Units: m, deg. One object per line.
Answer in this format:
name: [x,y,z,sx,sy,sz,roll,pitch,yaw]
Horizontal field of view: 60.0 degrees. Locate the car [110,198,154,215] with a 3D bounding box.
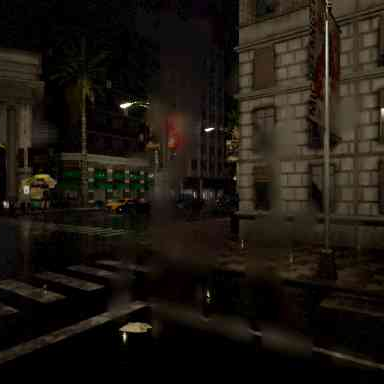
car: [-5.918,1.564,34.445,1.994,1.385,4.181,0,0,36]

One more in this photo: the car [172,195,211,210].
car: [-0.012,1.526,42.473,1.812,1.442,4.674,0,0,37]

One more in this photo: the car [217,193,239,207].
car: [6.772,1.221,50.718,5.566,2.045,2.150,0,0,-45]

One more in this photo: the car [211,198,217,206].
car: [4.886,1.352,53.644,4.553,1.767,2.097,0,0,-43]

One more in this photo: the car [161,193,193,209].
car: [-1.797,1.221,45.952,2.150,2.045,5.566,0,0,37]

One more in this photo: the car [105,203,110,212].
car: [-7.599,1.478,38.073,1.882,1.535,5.008,0,0,37]
